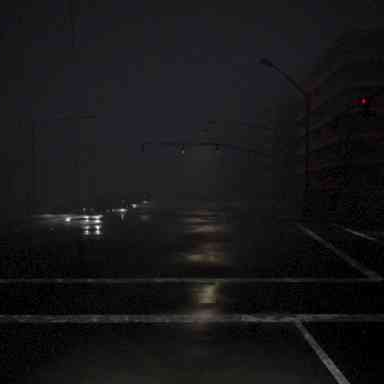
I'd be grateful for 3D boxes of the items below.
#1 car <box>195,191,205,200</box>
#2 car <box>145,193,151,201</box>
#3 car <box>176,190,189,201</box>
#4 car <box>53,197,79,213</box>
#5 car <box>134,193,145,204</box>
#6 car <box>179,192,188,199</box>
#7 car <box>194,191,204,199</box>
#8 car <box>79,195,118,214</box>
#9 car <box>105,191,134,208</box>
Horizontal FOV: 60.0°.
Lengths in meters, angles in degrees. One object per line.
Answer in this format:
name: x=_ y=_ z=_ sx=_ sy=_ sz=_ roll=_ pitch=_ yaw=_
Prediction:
car: x=1.594 y=0.855 z=65.392 sx=2.128 sy=1.511 sz=4.902 roll=0 pitch=1 yaw=1
car: x=-9.074 y=0.948 z=63.469 sx=2.033 sy=1.411 sz=5.357 roll=0 pitch=1 yaw=1
car: x=-1.906 y=0.582 z=65.462 sx=2.150 sy=2.045 sz=5.566 roll=0 pitch=1 yaw=1
car: x=-12.997 y=1.346 z=35.315 sx=1.882 sy=1.535 sz=5.008 roll=0 pitch=1 yaw=1
car: x=-9.264 y=1.132 z=52.934 sx=2.033 sy=1.411 sz=5.357 roll=0 pitch=1 yaw=1
car: x=-1.867 y=0.720 z=76.175 sx=1.812 sy=1.442 sz=4.674 roll=0 pitch=1 yaw=1
car: x=1.627 y=0.556 z=75.782 sx=2.097 sy=1.767 sz=4.553 roll=0 pitch=1 yaw=1
car: x=-9.509 y=1.369 z=34.248 sx=2.128 sy=1.511 sz=4.902 roll=0 pitch=1 yaw=1
car: x=-9.389 y=1.106 z=43.289 sx=2.097 sy=1.767 sz=4.553 roll=0 pitch=1 yaw=1
